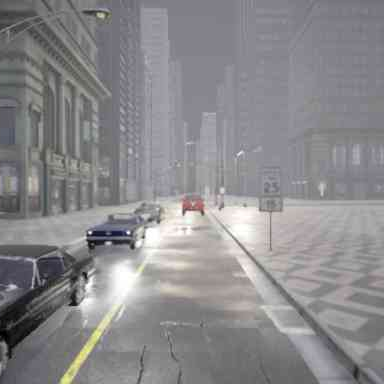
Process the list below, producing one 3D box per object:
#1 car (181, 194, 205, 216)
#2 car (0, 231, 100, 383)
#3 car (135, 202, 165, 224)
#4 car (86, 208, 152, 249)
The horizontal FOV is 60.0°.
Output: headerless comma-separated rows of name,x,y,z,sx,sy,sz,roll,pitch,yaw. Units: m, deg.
car,0.109,1.230,32.867,2.150,2.045,5.566,0,0,0
car,-3.096,1.600,5.226,1.895,1.301,4.718,0,0,0
car,-3.073,1.496,24.649,2.128,1.511,4.902,0,0,0
car,-3.095,1.601,14.570,1.895,1.301,4.718,0,0,0
